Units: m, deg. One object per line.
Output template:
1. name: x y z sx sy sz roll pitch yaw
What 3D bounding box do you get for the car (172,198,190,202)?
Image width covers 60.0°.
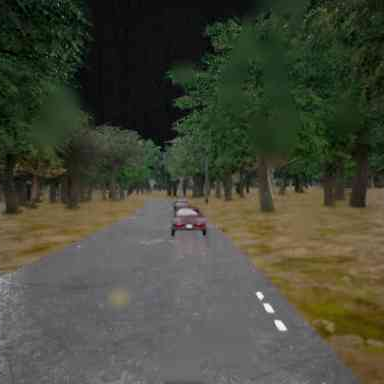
1. car: -1.208 1.432 37.759 2.128 1.511 4.902 0 0 -4

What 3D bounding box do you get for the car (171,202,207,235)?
1. car: -0.206 1.503 18.626 1.812 1.442 4.674 0 0 -2
